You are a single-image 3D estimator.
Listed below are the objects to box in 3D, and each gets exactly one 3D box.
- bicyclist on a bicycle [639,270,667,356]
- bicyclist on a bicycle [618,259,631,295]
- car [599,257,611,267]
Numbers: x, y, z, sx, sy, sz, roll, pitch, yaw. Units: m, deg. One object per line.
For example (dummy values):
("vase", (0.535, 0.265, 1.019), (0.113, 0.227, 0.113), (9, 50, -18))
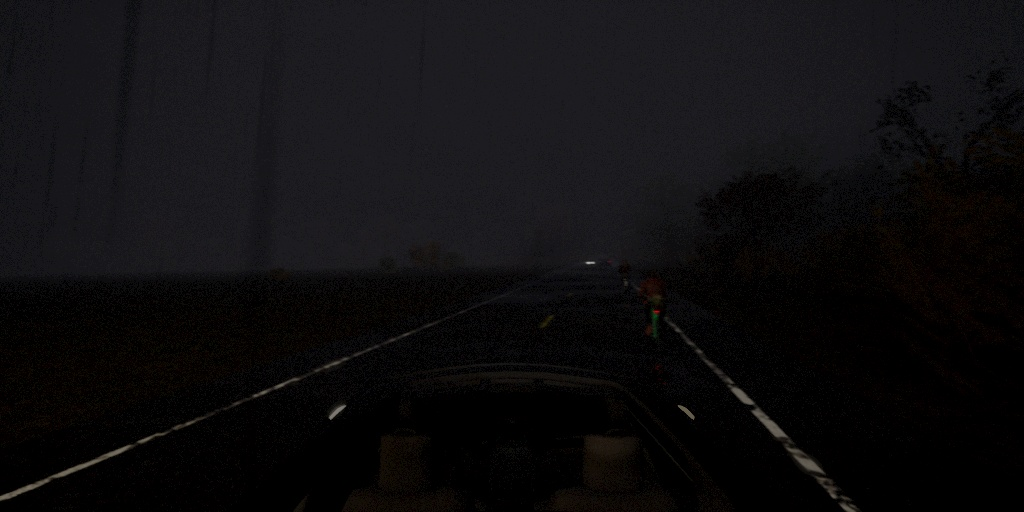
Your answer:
("bicyclist on a bicycle", (2.931, 1.128, 7.388), (0.582, 1.620, 1.656), (-2, -1, 14))
("bicyclist on a bicycle", (5.551, 1.002, 17.624), (0.659, 1.776, 1.843), (-2, 0, 14))
("car", (15.095, 1.052, 58.307), (1.994, 1.385, 4.181), (-2, 0, 14))
